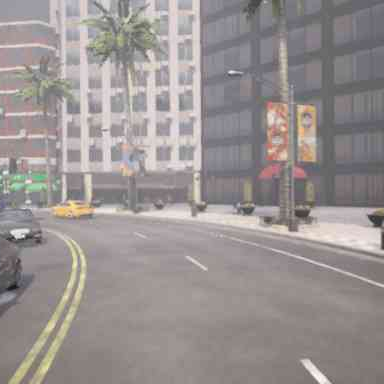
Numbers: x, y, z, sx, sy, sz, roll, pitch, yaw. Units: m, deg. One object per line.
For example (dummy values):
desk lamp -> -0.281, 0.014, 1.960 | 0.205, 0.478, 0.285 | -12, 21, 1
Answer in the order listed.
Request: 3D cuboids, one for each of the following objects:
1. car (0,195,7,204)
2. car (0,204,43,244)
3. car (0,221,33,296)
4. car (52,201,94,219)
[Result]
car -> -23.802, 1.386, 38.159 | 5.566, 2.045, 2.150 | 0, 0, 24
car -> -8.262, 1.544, 15.622 | 2.128, 1.511, 4.902 | -1, 0, -32
car -> -4.626, 1.559, 6.343 | 1.812, 1.442, 4.674 | -1, 0, -14
car -> -10.672, 1.530, 29.656 | 5.008, 1.535, 1.882 | 0, 0, 42
